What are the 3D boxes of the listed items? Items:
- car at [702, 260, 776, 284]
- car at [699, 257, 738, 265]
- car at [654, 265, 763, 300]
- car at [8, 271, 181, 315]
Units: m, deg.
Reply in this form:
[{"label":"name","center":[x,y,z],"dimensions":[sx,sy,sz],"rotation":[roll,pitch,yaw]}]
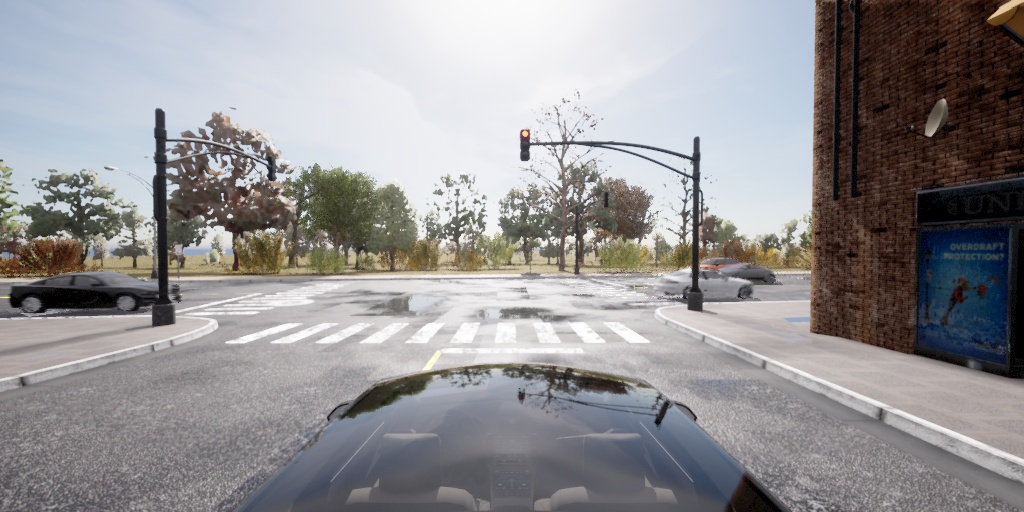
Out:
[{"label":"car","center":[16.162,1.230,25.283],"dimensions":[4.181,1.385,1.994],"rotation":[0,1,-9]},{"label":"car","center":[16.040,0.956,28.548],"dimensions":[4.553,1.767,2.097],"rotation":[0,1,-9]},{"label":"car","center":[9.364,1.341,17.585],"dimensions":[4.674,1.442,1.812],"rotation":[0,1,-8]},{"label":"car","center":[-16.193,1.368,14.147],"dimensions":[5.008,1.535,1.882],"rotation":[0,1,-7]}]
